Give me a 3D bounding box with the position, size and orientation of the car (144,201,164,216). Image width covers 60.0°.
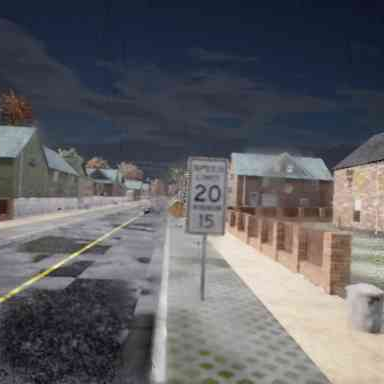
[{"bbox_3d":[-4.582,2.060,39.122,1.895,1.301,4.718,3,-1,-3],"label":"car"}]

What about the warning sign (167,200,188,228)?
[{"bbox_3d":[-1.015,1.490,22.637,1.300,1.860,1.060,2,-2,-4],"label":"warning sign"}]
